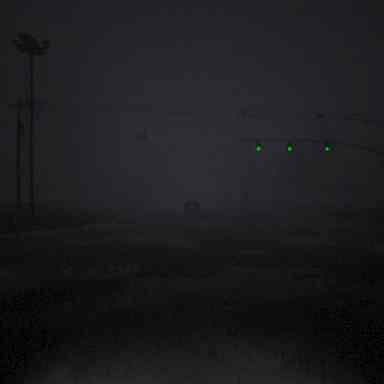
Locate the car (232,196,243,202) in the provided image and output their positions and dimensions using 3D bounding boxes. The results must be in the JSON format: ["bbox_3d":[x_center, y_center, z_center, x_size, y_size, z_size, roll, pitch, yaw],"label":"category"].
[{"bbox_3d":[10.510,1.579,76.878,1.895,1.301,4.718,0,0,0],"label":"car"}]

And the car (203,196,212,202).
[{"bbox_3d":[3.510,1.582,76.879,1.895,1.301,4.718,0,0,0],"label":"car"}]

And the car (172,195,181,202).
[{"bbox_3d":[-3.490,1.513,76.851,1.812,1.442,4.674,0,0,0],"label":"car"}]

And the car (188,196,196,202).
[{"bbox_3d":[0.010,1.585,76.881,1.895,1.301,4.718,0,0,0],"label":"car"}]

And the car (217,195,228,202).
[{"bbox_3d":[7.010,1.523,76.848,2.033,1.411,5.357,0,0,0],"label":"car"}]

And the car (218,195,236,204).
[{"bbox_3d":[7.009,1.388,66.630,2.097,1.767,4.553,0,0,0],"label":"car"}]

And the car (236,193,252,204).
[{"bbox_3d":[10.509,1.256,66.338,2.150,2.045,5.566,0,0,0],"label":"car"}]

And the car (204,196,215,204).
[{"bbox_3d":[3.509,1.539,66.658,1.837,1.490,4.892,0,0,0],"label":"car"}]

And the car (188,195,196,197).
[{"bbox_3d":[0.009,1.388,66.707,2.097,1.767,4.553,0,0,0],"label":"car"}]

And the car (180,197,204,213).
[{"bbox_3d":[0.005,1.583,36.618,1.994,1.385,4.181,0,0,0],"label":"car"}]

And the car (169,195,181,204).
[{"bbox_3d":[-3.491,1.539,66.727,1.837,1.490,4.892,0,0,0],"label":"car"}]
